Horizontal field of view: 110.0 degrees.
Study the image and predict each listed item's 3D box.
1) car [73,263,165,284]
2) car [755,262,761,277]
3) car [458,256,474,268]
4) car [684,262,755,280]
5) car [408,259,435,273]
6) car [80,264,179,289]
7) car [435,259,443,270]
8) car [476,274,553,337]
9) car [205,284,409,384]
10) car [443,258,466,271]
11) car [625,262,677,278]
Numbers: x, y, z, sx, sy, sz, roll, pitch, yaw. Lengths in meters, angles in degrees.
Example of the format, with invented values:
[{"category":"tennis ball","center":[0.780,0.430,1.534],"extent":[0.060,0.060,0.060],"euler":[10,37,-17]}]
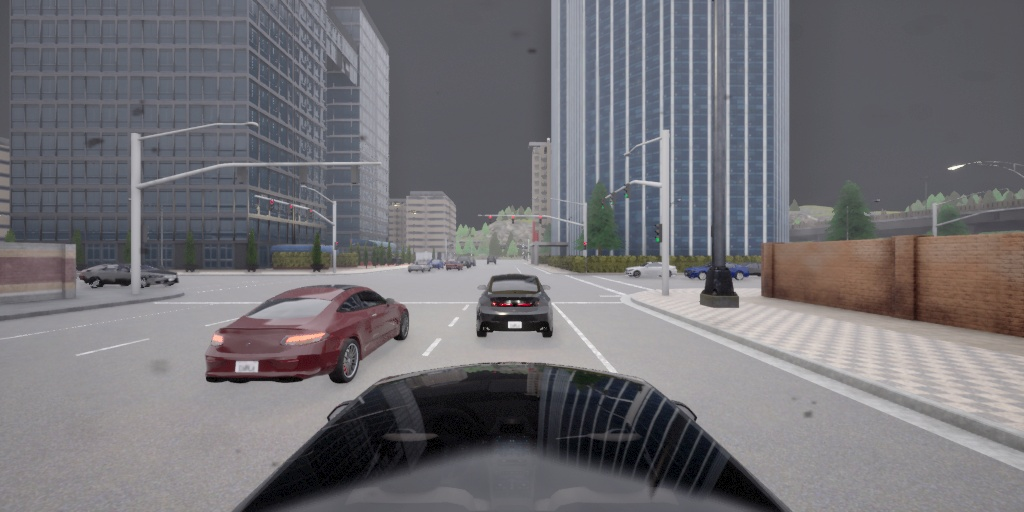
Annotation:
[{"category":"car","center":[-28.549,1.275,26.152],"extent":[4.674,1.442,1.812],"euler":[0,0,0]},{"category":"car","center":[22.612,1.297,33.824],"extent":[5.357,1.411,2.033],"euler":[0,0,-1]},{"category":"car","center":[-8.054,0.971,59.440],"extent":[2.150,2.045,5.566],"euler":[0,0,-1]},{"category":"car","center":[17.208,1.228,30.276],"extent":[5.008,1.535,1.882],"euler":[0,0,-1]},{"category":"car","center":[-11.397,1.351,44.439],"extent":[1.895,1.301,4.718],"euler":[0,0,1]},{"category":"car","center":[-23.949,1.242,22.661],"extent":[4.902,1.511,2.128],"euler":[0,0,0]},{"category":"car","center":[-11.476,1.227,53.831],"extent":[1.882,1.535,5.008],"euler":[0,0,-1]},{"category":"car","center":[0.063,1.255,10.229],"extent":[1.837,1.490,4.892],"euler":[0,0,0]},{"category":"car","center":[-3.438,1.276,6.963],"extent":[1.812,1.442,4.674],"euler":[0,0,0]},{"category":"car","center":[-7.915,1.351,49.646],"extent":[1.895,1.301,4.718],"euler":[0,0,-1]},{"category":"car","center":[13.025,1.276,33.719],"extent":[4.674,1.442,1.812],"euler":[0,0,1]}]
